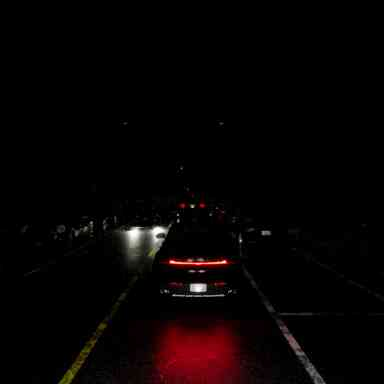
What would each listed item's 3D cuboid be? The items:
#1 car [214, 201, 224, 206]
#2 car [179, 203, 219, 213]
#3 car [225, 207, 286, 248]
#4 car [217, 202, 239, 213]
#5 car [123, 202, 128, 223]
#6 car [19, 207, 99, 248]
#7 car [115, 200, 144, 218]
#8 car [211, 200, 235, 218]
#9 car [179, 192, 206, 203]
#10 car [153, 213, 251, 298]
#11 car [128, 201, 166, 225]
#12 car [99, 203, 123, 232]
[{"bbox_3d":[2.793,1.544,25.483,1.887,1.381,4.507,-1,0,0],"label":"car"},{"bbox_3d":[0.123,1.546,18.241,2.033,1.411,5.357,0,0,0],"label":"car"},{"bbox_3d":[2.774,1.564,14.473,1.947,1.339,4.313,-1,0,0],"label":"car"},{"bbox_3d":[2.783,1.543,19.978,1.887,1.381,4.507,-1,0,0],"label":"car"},{"bbox_3d":[-5.732,1.550,25.498,2.008,1.369,4.403,-1,0,0],"label":"car"},{"bbox_3d":[-5.752,1.438,14.487,1.967,1.590,4.097,-1,0,0],"label":"car"},{"bbox_3d":[-5.723,1.544,31.003,1.887,1.381,4.507,-1,0,0],"label":"car"},{"bbox_3d":[2.802,1.544,30.989,1.887,1.381,4.507,-1,0,0],"label":"car"},{"bbox_3d":[0.046,1.221,28.486,2.150,2.045,5.566,0,0,0],"label":"car"},{"bbox_3d":[0.116,1.503,8.504,1.837,1.490,4.892,0,0,0],"label":"car"},{"bbox_3d":[-3.009,1.476,23.942,1.882,1.535,5.008,0,0,1],"label":"car"},{"bbox_3d":[-5.742,1.564,19.993,1.947,1.339,4.313,-1,0,0],"label":"car"}]
